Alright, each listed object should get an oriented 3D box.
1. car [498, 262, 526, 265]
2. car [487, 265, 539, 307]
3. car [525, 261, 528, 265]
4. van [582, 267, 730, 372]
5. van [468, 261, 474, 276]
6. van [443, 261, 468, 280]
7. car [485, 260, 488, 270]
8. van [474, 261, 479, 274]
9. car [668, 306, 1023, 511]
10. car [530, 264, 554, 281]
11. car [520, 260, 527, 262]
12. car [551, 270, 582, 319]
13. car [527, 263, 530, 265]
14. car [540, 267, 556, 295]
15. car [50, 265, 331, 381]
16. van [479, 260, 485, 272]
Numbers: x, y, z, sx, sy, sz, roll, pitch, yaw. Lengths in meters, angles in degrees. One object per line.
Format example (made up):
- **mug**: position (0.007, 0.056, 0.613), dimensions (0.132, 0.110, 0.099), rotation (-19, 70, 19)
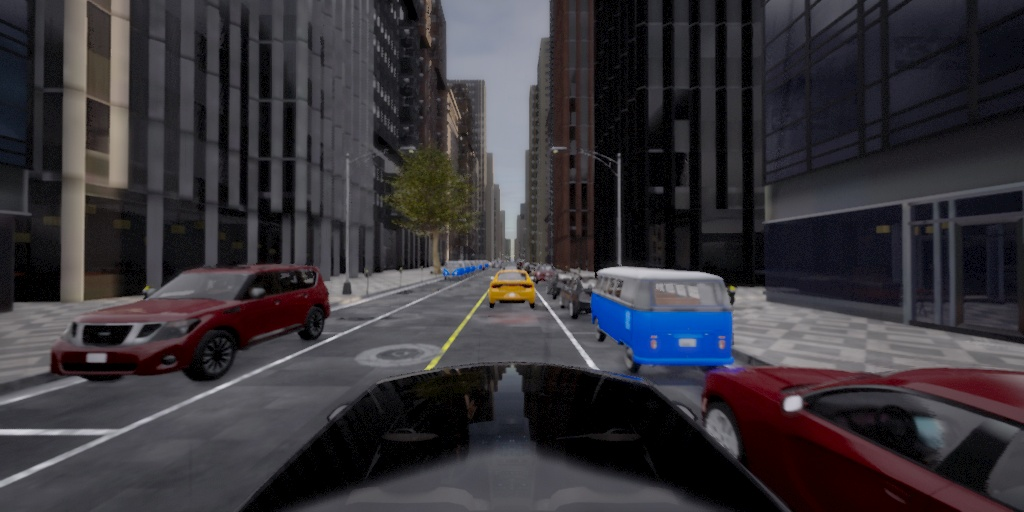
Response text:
- **car**: position (0.015, 1.511, 31.328), dimensions (1.882, 1.535, 5.008), rotation (0, 0, 0)
- **car**: position (0.010, 1.367, 16.327), dimensions (1.882, 1.535, 5.008), rotation (0, 0, 0)
- **car**: position (2.779, 1.751, 46.810), dimensions (1.948, 1.339, 4.313), rotation (0, 0, 0)
- **van**: position (2.765, 1.145, 7.480), dimensions (1.690, 1.789, 3.998), rotation (0, 0, 0)
- **van**: position (-5.748, 1.471, 41.188), dimensions (1.690, 1.789, 3.998), rotation (0, 0, 0)
- **van**: position (-5.750, 1.416, 35.570), dimensions (1.690, 1.789, 3.998), rotation (0, 0, 0)
- **car**: position (-5.739, 1.900, 63.660), dimensions (1.888, 1.381, 4.507), rotation (0, 0, 0)
- **van**: position (-5.746, 1.526, 46.806), dimensions (1.690, 1.789, 3.998), rotation (0, 0, 0)
- **car**: position (2.763, 1.296, 1.862), dimensions (1.888, 1.381, 4.507), rotation (0, 0, 0)
- **car**: position (2.773, 1.460, 29.955), dimensions (1.967, 1.591, 4.097), rotation (0, 0, 0)
- **car**: position (2.786, 1.880, 63.835), dimensions (1.751, 1.417, 4.829), rotation (0, 0, 0)
- **car**: position (2.767, 1.408, 13.099), dimensions (2.007, 1.370, 4.403), rotation (0, 0, 0)
- **car**: position (2.775, 1.600, 35.743), dimensions (1.751, 1.417, 4.829), rotation (0, 0, 0)
- **car**: position (2.769, 1.462, 18.718), dimensions (2.007, 1.370, 4.403), rotation (0, 0, 0)
- **car**: position (-5.760, 1.119, 7.480), dimensions (2.192, 1.841, 5.009), rotation (0, 0, 0)
- **van**: position (-5.742, 1.639, 58.042), dimensions (1.690, 1.789, 3.998), rotation (0, 0, 0)
